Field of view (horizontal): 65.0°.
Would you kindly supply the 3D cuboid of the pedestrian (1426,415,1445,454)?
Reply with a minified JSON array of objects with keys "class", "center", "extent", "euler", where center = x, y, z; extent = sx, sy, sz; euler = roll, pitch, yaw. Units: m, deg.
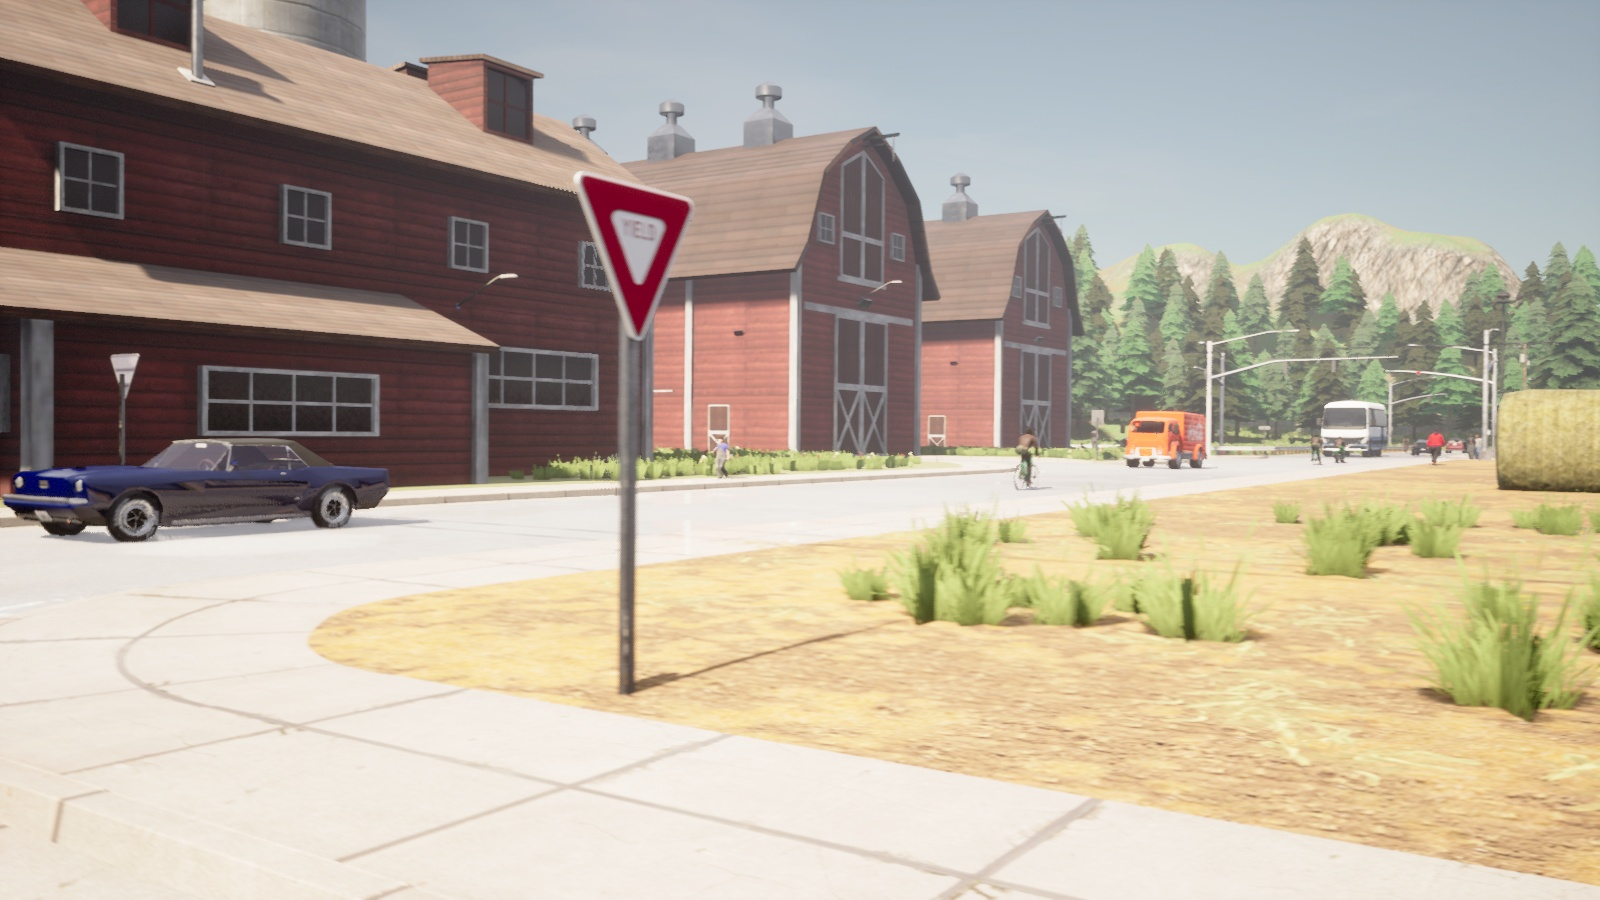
[{"class":"pedestrian","center":[30.573,-0.757,60.426],"extent":[0.634,1.844,0.899],"euler":[0,1,37]}]

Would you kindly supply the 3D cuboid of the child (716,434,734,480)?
[{"class":"child","center":[-2.074,0.182,34.671],"extent":[0.270,1.263,0.437],"euler":[0,1,33]}]

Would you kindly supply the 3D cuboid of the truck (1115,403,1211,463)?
[{"class":"truck","center":[15.851,-0.718,54.665],"extent":[2.627,2.467,5.204],"euler":[1,1,33]}]

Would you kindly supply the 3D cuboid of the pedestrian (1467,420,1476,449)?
[{"class":"pedestrian","center":[44.554,-1.022,83.316],"extent":[0.402,1.930,0.666],"euler":[0,1,41]}]

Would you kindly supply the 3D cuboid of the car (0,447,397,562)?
[{"class":"car","center":[-8.130,0.637,17.368],"extent":[1.895,1.301,4.718],"euler":[0,1,33]}]

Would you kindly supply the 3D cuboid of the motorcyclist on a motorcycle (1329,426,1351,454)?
[{"class":"motorcyclist on a motorcycle","center":[30.582,-0.569,71.116],"extent":[0.797,1.523,2.044],"euler":[0,1,33]}]

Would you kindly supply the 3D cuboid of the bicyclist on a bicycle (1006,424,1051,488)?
[{"class":"bicyclist on a bicycle","center":[5.991,0.151,32.862],"extent":[0.582,1.620,1.656],"euler":[0,1,33]}]
